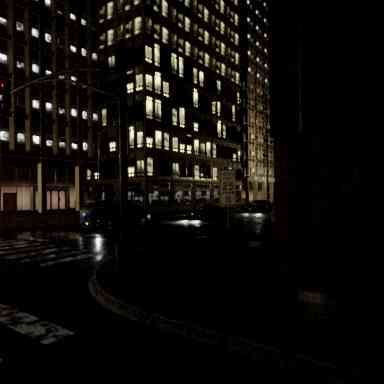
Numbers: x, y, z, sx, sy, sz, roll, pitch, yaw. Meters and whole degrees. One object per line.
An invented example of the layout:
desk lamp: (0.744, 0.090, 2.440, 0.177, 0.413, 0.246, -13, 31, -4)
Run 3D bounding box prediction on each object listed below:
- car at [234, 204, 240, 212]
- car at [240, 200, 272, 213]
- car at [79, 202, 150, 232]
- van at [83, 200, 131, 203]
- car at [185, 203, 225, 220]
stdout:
car: (6.848, 1.688, 41.415, 1.752, 1.417, 4.829, -2, -1, 36)
car: (7.675, 1.632, 38.097, 1.812, 1.442, 4.674, -1, -1, 36)
car: (-4.676, 1.570, 20.993, 1.837, 1.490, 4.892, -1, -1, 33)
van: (-6.017, 1.459, 23.528, 1.690, 1.788, 3.998, -2, -1, 36)
car: (1.188, 1.648, 29.095, 1.994, 1.385, 4.181, -1, -1, 36)
